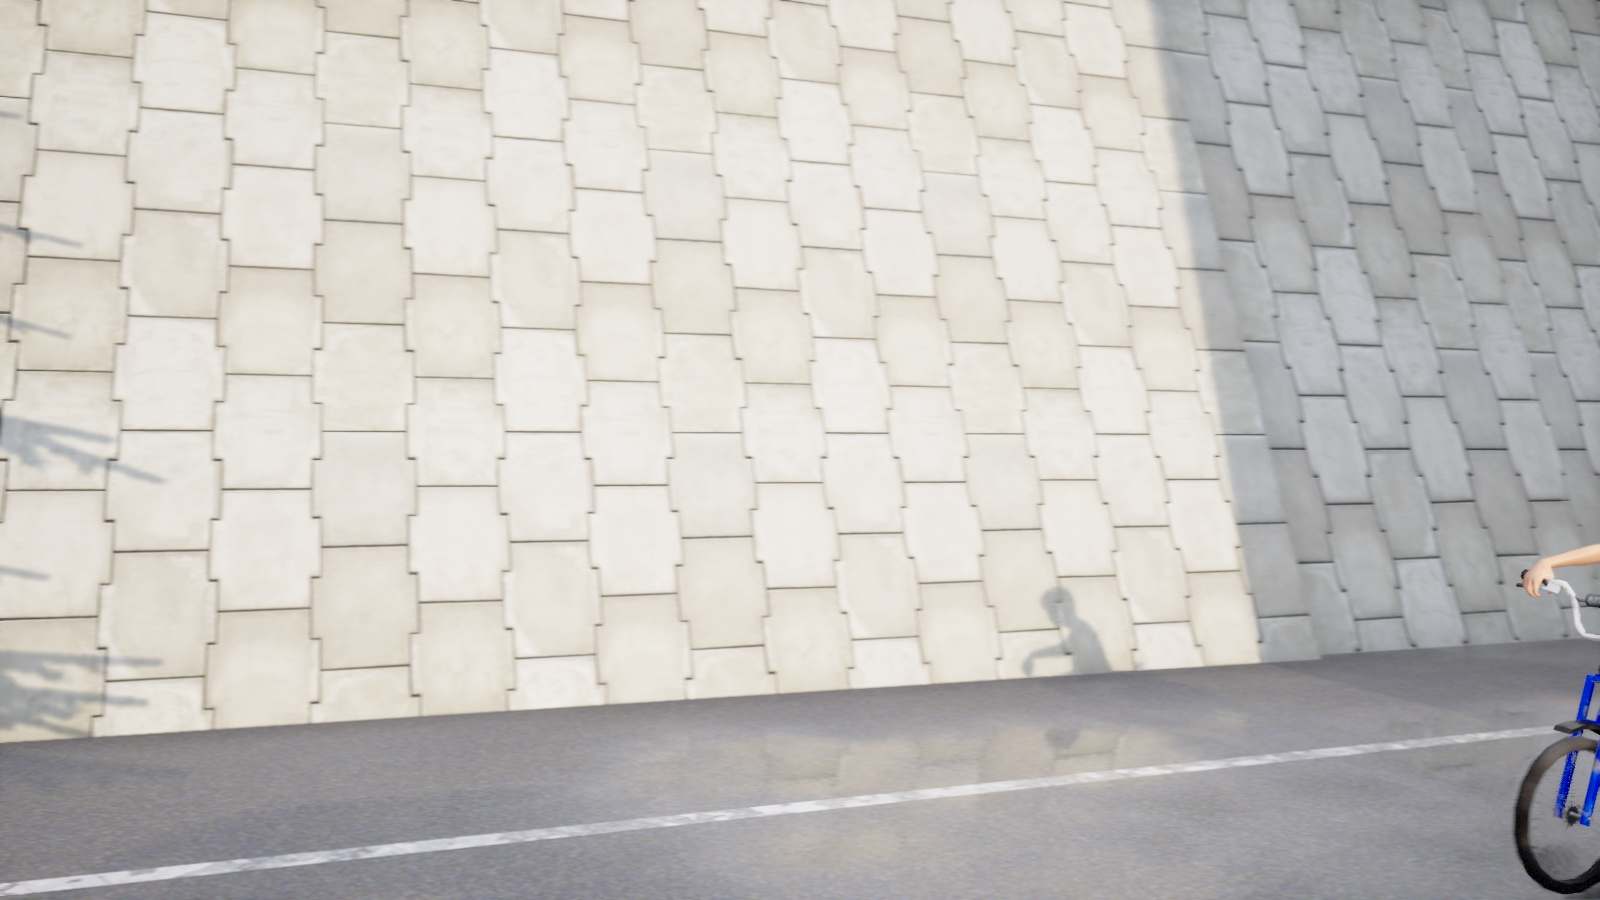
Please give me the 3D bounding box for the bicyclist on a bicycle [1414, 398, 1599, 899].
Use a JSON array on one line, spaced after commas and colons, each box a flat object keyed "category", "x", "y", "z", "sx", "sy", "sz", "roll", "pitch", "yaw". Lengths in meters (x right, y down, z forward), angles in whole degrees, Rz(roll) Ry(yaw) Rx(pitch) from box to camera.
[{"category": "bicyclist on a bicycle", "x": 3.081, "y": 0.630, "z": 4.403, "sx": 1.509, "sy": 1.612, "sz": 0.866, "roll": -1, "pitch": 1, "yaw": -20}]
